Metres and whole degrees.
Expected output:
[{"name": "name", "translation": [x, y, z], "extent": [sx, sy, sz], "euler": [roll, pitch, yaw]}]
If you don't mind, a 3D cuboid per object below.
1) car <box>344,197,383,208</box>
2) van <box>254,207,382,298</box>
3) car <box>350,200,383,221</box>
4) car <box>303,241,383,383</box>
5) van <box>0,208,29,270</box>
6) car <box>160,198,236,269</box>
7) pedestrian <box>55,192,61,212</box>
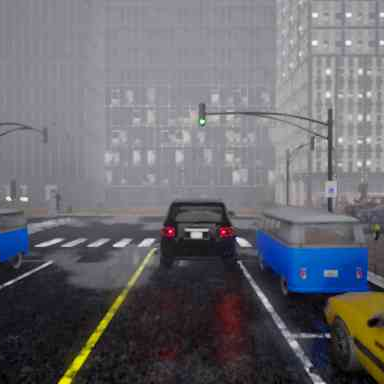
[{"name": "car", "translation": [15.246, 1.328, 27.590], "extent": [5.009, 1.841, 2.192], "euler": [0, 1, 0]}, {"name": "van", "translation": [2.679, 1.336, 8.263], "extent": [1.690, 1.788, 3.998], "euler": [-1, 0, 0]}, {"name": "car", "translation": [14.819, 1.574, 24.992], "extent": [4.674, 1.442, 1.812], "euler": [0, 1, -1]}, {"name": "car", "translation": [2.680, 1.523, 2.832], "extent": [1.752, 1.417, 4.829], "euler": [-1, 0, 0]}, {"name": "van", "translation": [-5.701, 1.336, 8.295], "extent": [1.690, 1.788, 3.998], "euler": [-1, 0, 0]}, {"name": "car", "translation": [0.294, 1.214, 11.303], "extent": [2.150, 2.045, 5.566], "euler": [0, 0, 4]}, {"name": "pedestrian", "translation": [-12.384, 0.875, 30.698], "extent": [0.375, 1.860, 0.375], "euler": [0, 1, 0]}]
